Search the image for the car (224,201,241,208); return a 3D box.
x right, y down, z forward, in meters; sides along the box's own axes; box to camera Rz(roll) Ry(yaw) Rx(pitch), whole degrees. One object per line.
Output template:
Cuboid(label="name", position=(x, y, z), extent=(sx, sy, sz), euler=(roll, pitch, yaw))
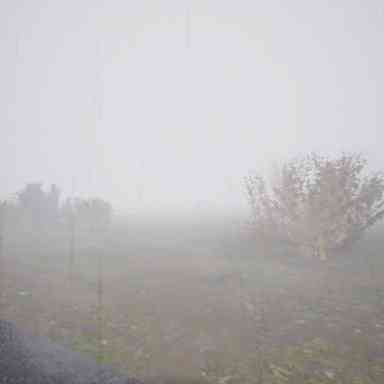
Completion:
Cuboid(label="car", position=(8.139, 2.433, 66.658), extent=(1.994, 1.385, 4.181), euler=(-2, -2, 36))

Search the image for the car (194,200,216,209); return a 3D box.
Cuboid(label="car", position=(2.409, 2.112, 58.651), extent=(2.097, 1.767, 4.553), euler=(-2, -2, 36))

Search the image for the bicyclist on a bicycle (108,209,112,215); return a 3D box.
Cuboid(label="bicyclist on a bicycle", position=(-9.084, 1.856, 35.891), extent=(1.656, 1.620, 0.582), euler=(-1, -1, 36))
